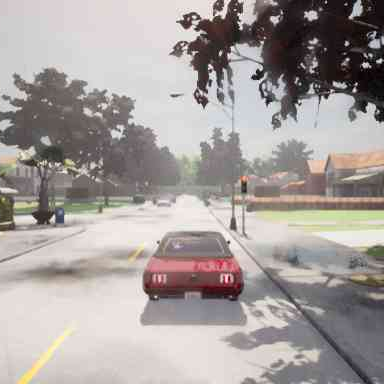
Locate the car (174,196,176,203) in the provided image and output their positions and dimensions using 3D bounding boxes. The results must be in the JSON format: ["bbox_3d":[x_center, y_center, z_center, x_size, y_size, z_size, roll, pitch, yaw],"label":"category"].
[{"bbox_3d":[-4.110,1.461,65.427,2.128,1.511,4.902,0,0,0],"label":"car"}]

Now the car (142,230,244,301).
[{"bbox_3d":[0.042,1.597,8.252,1.895,1.301,4.718,0,0,1],"label":"car"}]

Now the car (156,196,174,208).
[{"bbox_3d":[-4.147,1.503,49.115,1.812,1.442,4.674,0,0,0],"label":"car"}]
